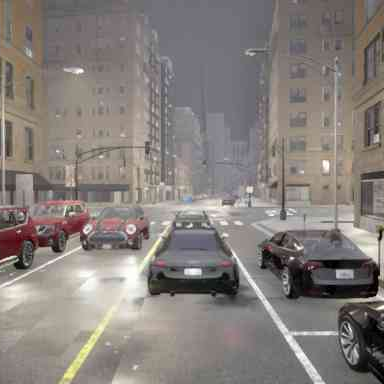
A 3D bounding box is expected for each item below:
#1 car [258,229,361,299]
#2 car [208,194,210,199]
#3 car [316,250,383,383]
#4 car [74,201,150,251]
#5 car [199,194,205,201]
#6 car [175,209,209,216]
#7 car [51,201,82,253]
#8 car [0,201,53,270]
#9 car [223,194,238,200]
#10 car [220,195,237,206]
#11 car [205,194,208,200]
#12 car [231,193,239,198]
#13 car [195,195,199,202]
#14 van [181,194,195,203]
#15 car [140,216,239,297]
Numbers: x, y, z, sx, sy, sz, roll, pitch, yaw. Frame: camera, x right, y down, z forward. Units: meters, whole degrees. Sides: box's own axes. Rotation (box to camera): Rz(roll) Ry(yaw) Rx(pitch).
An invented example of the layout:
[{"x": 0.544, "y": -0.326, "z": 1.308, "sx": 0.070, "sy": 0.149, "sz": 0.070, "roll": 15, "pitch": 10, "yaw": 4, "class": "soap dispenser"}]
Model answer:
[{"x": 2.842, "y": 1.562, "z": 8.270, "sx": 1.947, "sy": 1.339, "sz": 4.313, "roll": -1, "pitch": 0, "yaw": 0, "class": "car"}, {"x": 3.132, "y": 1.293, "z": 91.939, "sx": 1.967, "sy": 1.590, "sz": 4.097, "roll": 0, "pitch": 0, "yaw": 9, "class": "car"}, {"x": 2.851, "y": 1.565, "z": 2.763, "sx": 1.947, "sy": 1.339, "sz": 4.313, "roll": -1, "pitch": 0, "yaw": 0, "class": "car"}, {"x": -3.020, "y": 1.345, "z": 14.018, "sx": 2.097, "sy": 1.767, "sz": 4.553, "roll": 0, "pitch": 0, "yaw": 0, "class": "car"}, {"x": 1.425, "y": 1.390, "z": 80.906, "sx": 1.752, "sy": 1.417, "sz": 4.829, "roll": 0, "pitch": 0, "yaw": 9, "class": "car"}, {"x": -0.012, "y": 1.592, "z": 18.126, "sx": 1.895, "sy": 1.301, "sz": 4.718, "roll": 0, "pitch": 0, "yaw": 0, "class": "car"}, {"x": -5.694, "y": 1.309, "z": 13.757, "sx": 2.192, "sy": 1.841, "sz": 5.009, "roll": -1, "pitch": 0, "yaw": 0, "class": "car"}, {"x": -5.686, "y": 1.312, "z": 8.249, "sx": 2.192, "sy": 1.841, "sz": 5.009, "roll": -1, "pitch": 0, "yaw": 0, "class": "car"}, {"x": 7.352, "y": 1.476, "z": 63.473, "sx": 1.947, "sy": 1.339, "sz": 4.313, "roll": 0, "pitch": 0, "yaw": 9, "class": "car"}, {"x": 5.669, "y": 1.504, "z": 52.609, "sx": 1.947, "sy": 1.339, "sz": 4.313, "roll": 0, "pitch": 0, "yaw": 9, "class": "car"}, {"x": 2.293, "y": 1.440, "z": 86.506, "sx": 1.802, "sy": 1.307, "sz": 4.206, "roll": 0, "pitch": 0, "yaw": 9, "class": "car"}, {"x": 10.716, "y": 1.186, "z": 85.201, "sx": 2.192, "sy": 1.841, "sz": 5.009, "roll": 0, "pitch": 0, "yaw": 9, "class": "car"}, {"x": -0.233, "y": 1.324, "z": 70.210, "sx": 1.967, "sy": 1.590, "sz": 4.097, "roll": 0, "pitch": 0, "yaw": 9, "class": "car"}, {"x": -1.075, "y": 1.238, "z": 64.778, "sx": 1.690, "sy": 1.788, "sz": 3.998, "roll": 0, "pitch": 0, "yaw": 9, "class": "van"}, {"x": 0.040, "y": 1.560, "z": 8.632, "sx": 1.994, "sy": 1.385, "sz": 4.181, "roll": 0, "pitch": 0, "yaw": 1, "class": "car"}]
